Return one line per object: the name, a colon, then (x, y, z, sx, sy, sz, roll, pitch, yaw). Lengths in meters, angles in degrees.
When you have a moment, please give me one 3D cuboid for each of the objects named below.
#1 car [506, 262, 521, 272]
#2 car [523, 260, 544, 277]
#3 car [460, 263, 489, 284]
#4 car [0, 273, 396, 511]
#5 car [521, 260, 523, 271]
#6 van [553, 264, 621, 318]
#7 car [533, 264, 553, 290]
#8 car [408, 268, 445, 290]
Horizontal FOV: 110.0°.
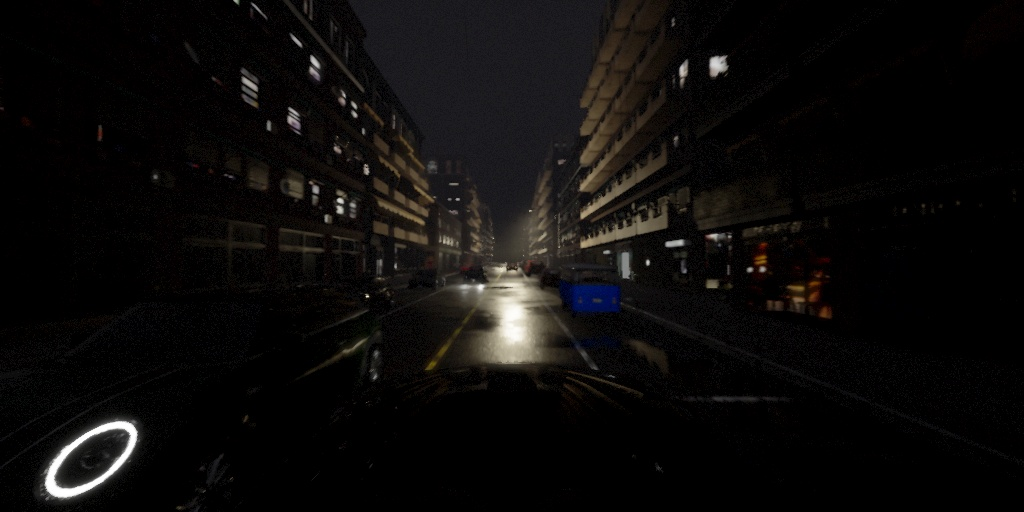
car: (0.019, 1.861, 57.608, 1.895, 1.301, 4.718, 0, -1, 0)
car: (2.704, 1.422, 41.061, 2.192, 1.841, 5.009, 0, 0, 0)
car: (-2.990, 1.563, 30.674, 2.033, 1.411, 5.357, 0, -1, 0)
car: (-3.090, 1.122, 3.850, 2.097, 1.767, 4.553, 0, 0, 0)
car: (2.706, 1.473, 46.631, 2.192, 1.841, 5.009, 0, 0, 0)
van: (2.696, 1.194, 13.208, 1.690, 1.789, 3.998, 0, 0, 0)
car: (2.700, 1.500, 24.348, 1.888, 1.381, 4.507, 0, 0, 0)
car: (-5.681, 1.524, 24.390, 1.948, 1.339, 4.313, 0, 0, 0)
